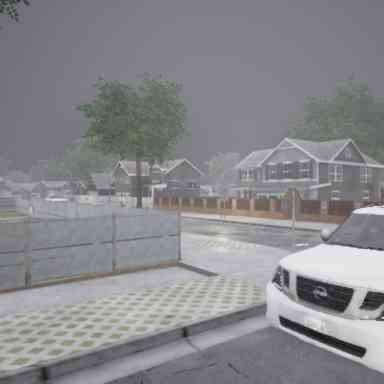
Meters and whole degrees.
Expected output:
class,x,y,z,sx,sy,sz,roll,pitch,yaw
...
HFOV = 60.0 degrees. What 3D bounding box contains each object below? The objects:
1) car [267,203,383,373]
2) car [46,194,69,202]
class,x,y,z,sx,sy,sz,roll,pitch,yaw
car,3.733,1.230,5.606,5.566,2.045,2.150,0,0,-35
car,-18.938,1.319,46.641,2.150,2.045,5.566,0,0,-36
